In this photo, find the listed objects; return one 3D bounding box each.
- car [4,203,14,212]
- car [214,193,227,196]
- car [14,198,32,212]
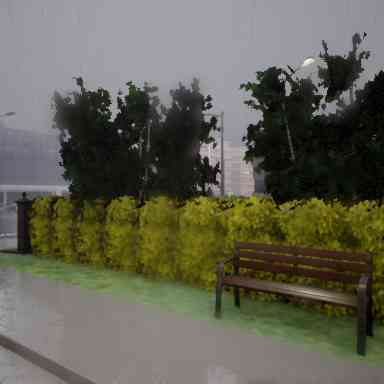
[{"bbox_3d":[-18.874,1.479,38.046,1.812,1.442,4.674,0,0,35],"label":"car"},{"bbox_3d":[5.533,0.804,66.593,1.994,1.385,4.181,0,1,36],"label":"car"},{"bbox_3d":[-16.119,1.553,35.897,1.895,1.301,4.718,0,0,36],"label":"car"}]
